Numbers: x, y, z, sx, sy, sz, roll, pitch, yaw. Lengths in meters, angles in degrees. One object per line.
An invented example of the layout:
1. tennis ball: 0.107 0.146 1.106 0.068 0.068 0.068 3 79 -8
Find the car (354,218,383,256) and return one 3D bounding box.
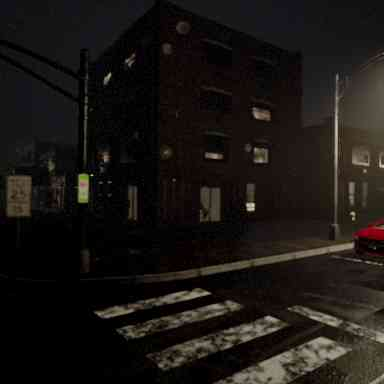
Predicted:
1. car: 7.688 1.551 12.125 4.507 1.381 1.887 0 1 -35
